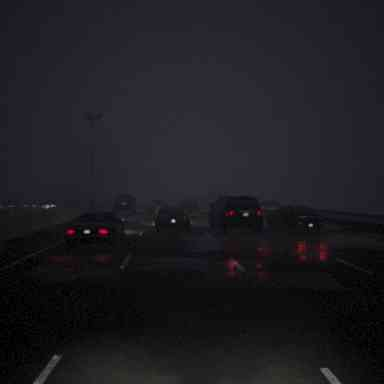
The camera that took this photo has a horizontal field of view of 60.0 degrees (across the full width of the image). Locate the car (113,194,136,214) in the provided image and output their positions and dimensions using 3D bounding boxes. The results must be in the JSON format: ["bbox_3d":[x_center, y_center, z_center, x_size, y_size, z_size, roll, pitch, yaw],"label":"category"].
[{"bbox_3d":[-7.078,1.242,34.848,2.150,2.045,5.566,0,0,-11],"label":"car"}]

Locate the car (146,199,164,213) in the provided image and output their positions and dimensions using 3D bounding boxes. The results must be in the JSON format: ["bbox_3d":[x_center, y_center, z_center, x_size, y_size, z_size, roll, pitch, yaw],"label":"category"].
[{"bbox_3d":[-4.081,1.497,37.522,1.882,1.535,5.008,0,0,-12],"label":"car"}]

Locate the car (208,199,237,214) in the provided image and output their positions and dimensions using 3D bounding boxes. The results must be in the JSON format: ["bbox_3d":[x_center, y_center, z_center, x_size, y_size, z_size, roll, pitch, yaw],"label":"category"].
[{"bbox_3d":[3.249,1.517,36.589,1.837,1.490,4.892,0,0,-11],"label":"car"}]

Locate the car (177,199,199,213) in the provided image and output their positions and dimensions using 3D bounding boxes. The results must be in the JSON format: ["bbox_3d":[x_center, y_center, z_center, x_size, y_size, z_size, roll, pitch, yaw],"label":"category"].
[{"bbox_3d":[-0.559,1.494,37.768,1.882,1.535,5.008,0,0,-12],"label":"car"}]

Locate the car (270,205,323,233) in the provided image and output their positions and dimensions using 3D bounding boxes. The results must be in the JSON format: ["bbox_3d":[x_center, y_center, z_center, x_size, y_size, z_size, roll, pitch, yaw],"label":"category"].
[{"bbox_3d":[5.866,1.494,19.556,2.128,1.511,4.902,0,0,-6],"label":"car"}]

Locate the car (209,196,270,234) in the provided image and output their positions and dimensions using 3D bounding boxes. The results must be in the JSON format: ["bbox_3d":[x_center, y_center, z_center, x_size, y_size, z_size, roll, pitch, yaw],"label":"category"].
[{"bbox_3d":[2.401,1.226,19.274,2.150,2.045,5.566,0,0,-6],"label":"car"}]

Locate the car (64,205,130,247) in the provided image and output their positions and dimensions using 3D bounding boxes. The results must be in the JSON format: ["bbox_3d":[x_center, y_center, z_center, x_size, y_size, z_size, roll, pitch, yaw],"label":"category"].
[{"bbox_3d":[-4.197,1.558,15.039,2.033,1.411,5.357,0,0,-5],"label":"car"}]

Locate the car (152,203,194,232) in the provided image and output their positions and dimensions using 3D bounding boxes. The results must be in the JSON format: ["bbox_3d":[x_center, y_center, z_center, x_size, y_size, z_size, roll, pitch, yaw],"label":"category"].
[{"bbox_3d":[-1.272,1.574,20.329,1.994,1.385,4.181,0,0,-7],"label":"car"}]
